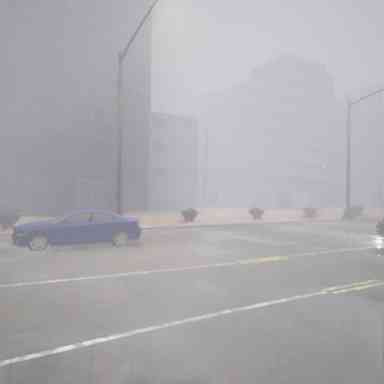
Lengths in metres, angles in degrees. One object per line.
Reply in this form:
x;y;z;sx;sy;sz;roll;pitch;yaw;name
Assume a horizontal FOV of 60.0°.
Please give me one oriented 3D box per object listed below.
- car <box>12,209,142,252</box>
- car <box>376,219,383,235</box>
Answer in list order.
-4.598;1.466;13.784;5.008;1.535;1.882;1;0;-25;car
12.220;1.718;18.463;4.181;1.385;1.994;1;0;-28;car
